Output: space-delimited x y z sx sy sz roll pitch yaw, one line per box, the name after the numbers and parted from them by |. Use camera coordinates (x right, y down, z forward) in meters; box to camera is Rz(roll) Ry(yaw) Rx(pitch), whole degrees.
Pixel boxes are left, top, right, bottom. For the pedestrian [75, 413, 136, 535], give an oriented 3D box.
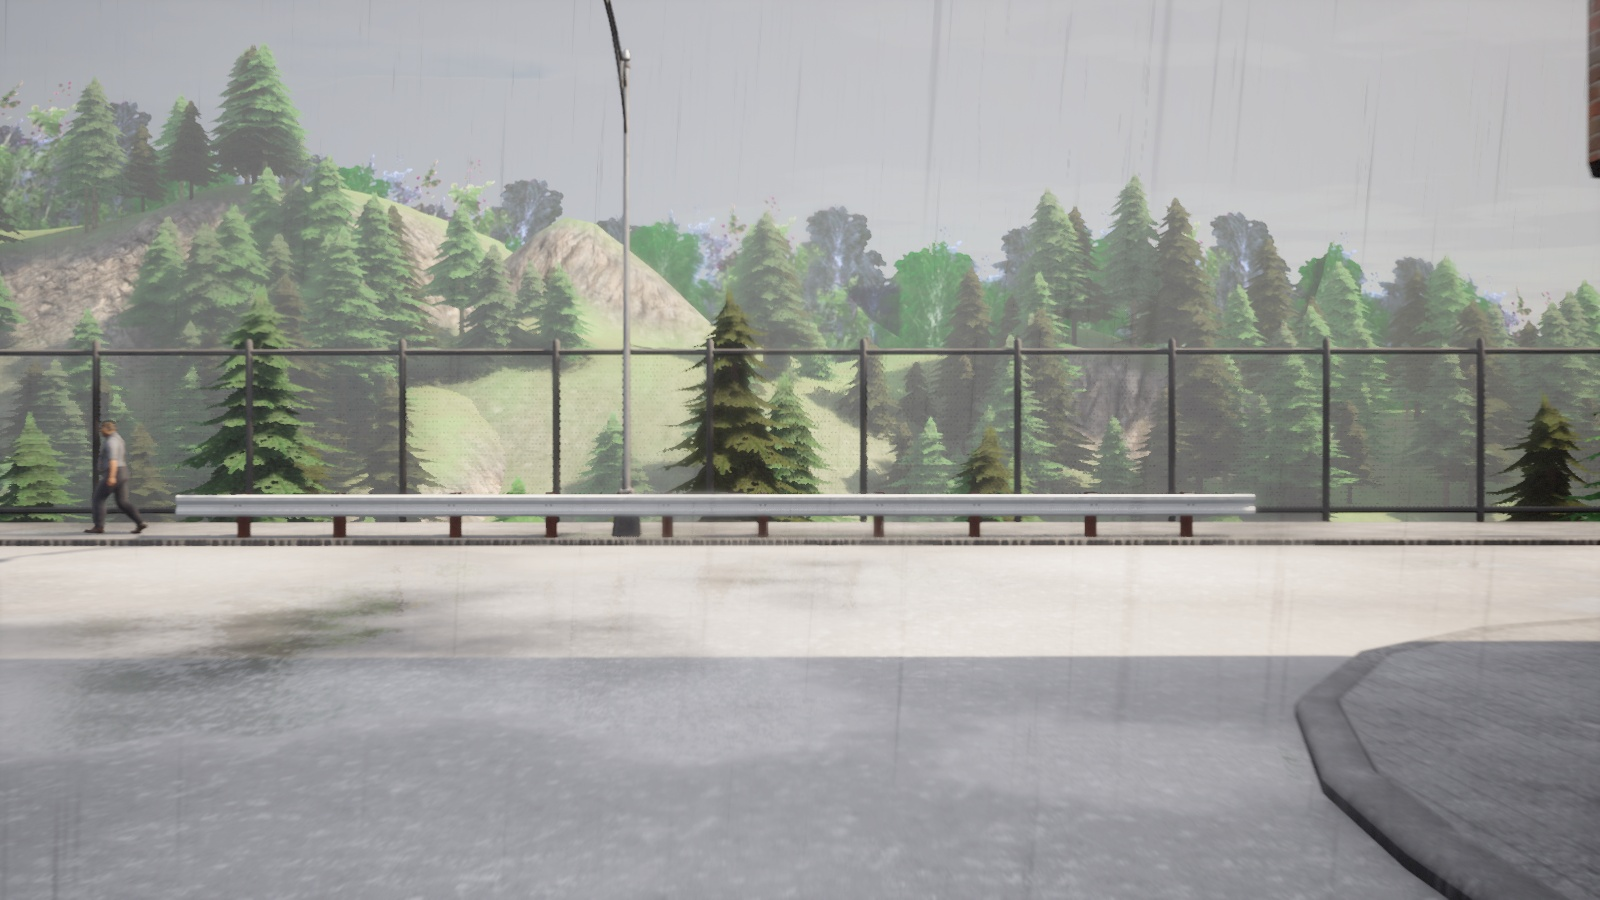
-10.739 0.367 19.432 0.694 1.848 0.540 0 0 -10 | pedestrian
